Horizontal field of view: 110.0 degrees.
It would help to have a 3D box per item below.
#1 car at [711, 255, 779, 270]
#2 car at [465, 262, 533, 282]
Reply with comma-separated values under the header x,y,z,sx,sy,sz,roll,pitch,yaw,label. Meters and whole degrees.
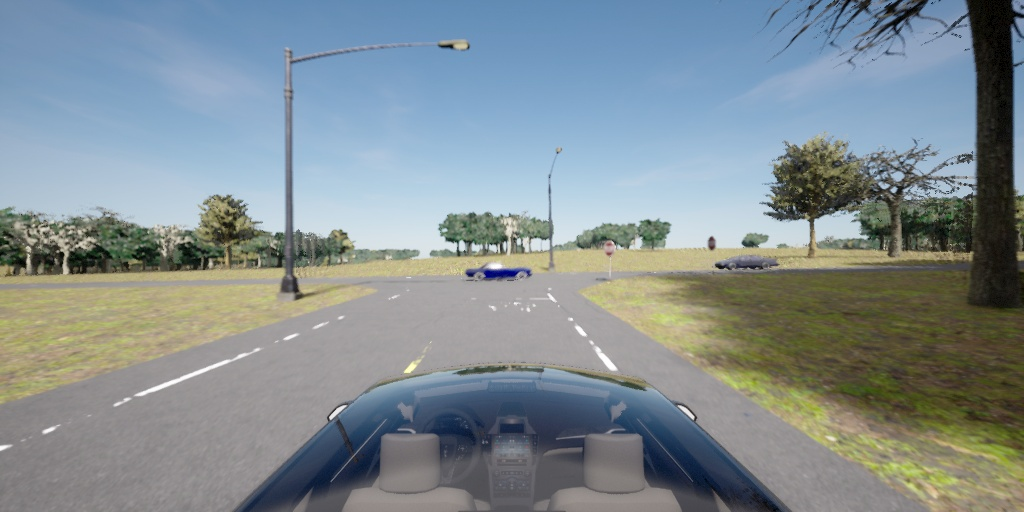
x,y,z,sx,sy,sz,roll,pitch,yaw,label
21.186,0.596,32.699,5.357,1.411,2.033,-1,-1,-1,car
-0.884,1.091,25.299,4.718,1.301,1.895,0,0,-1,car
